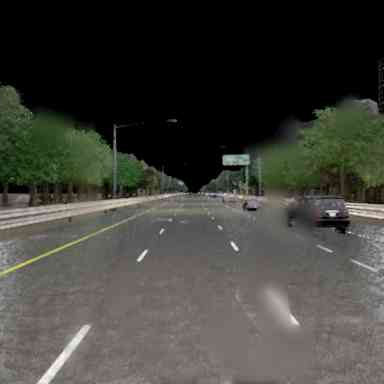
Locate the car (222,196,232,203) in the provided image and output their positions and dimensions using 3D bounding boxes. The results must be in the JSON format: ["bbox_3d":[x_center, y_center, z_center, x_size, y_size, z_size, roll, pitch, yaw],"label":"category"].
[{"bbox_3d":[7.258,1.534,69.527,2.033,1.411,5.357,0,0,0],"label":"car"}]

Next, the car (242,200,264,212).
[{"bbox_3d":[7.079,1.574,38.914,1.994,1.385,4.181,0,0,0],"label":"car"}]

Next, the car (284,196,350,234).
[{"bbox_3d":[7.018,1.226,19.276,2.150,2.045,5.566,0,0,0],"label":"car"}]
